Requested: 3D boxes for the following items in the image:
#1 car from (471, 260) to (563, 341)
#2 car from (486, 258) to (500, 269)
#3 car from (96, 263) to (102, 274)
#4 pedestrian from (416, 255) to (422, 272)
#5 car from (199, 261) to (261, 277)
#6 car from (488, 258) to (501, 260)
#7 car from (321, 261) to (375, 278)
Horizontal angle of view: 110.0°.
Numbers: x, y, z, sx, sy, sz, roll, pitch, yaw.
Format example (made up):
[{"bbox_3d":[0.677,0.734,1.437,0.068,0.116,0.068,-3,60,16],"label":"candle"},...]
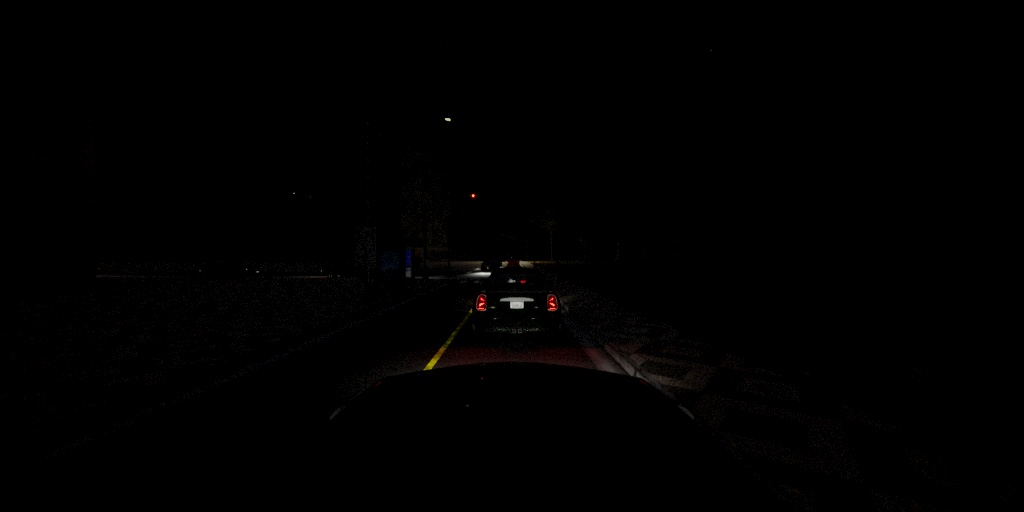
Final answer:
[{"bbox_3d":[0.117,1.099,10.016,2.097,1.767,4.553,0,0,0],"label":"car"},{"bbox_3d":[-2.911,1.164,56.476,1.882,1.535,5.008,0,0,0],"label":"car"},{"bbox_3d":[-44.294,1.092,36.064,4.892,1.490,1.837,0,1,2],"label":"car"},{"bbox_3d":[-9.965,0.800,38.171,0.375,1.860,0.375,0,0,2],"label":"pedestrian"},{"bbox_3d":[-25.383,1.162,32.377,4.902,1.511,2.128,0,0,2],"label":"car"},{"bbox_3d":[-2.949,1.195,46.202,2.128,1.511,4.902,0,0,0],"label":"car"},{"bbox_3d":[-14.439,1.192,32.064,4.902,1.511,2.128,0,1,2],"label":"car"}]
